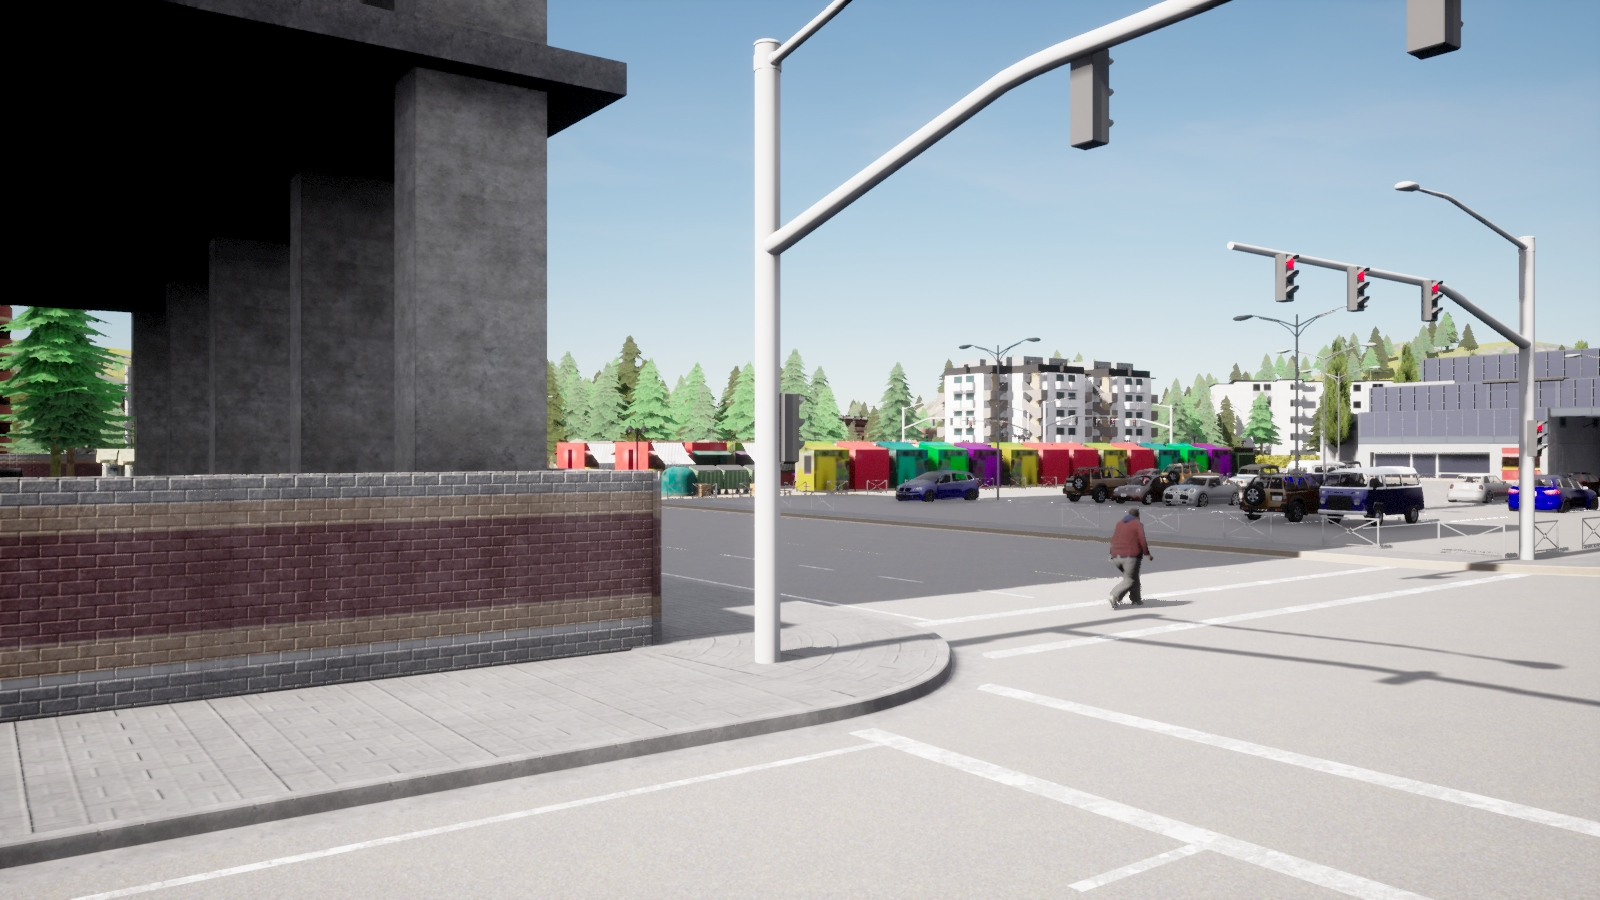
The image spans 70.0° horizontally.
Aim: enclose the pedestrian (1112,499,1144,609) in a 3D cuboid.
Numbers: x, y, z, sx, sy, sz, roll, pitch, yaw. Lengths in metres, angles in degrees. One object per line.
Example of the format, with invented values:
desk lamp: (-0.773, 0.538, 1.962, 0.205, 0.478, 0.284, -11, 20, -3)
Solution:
pedestrian: (5.696, 1.793, 19.832, 0.375, 1.860, 0.375, 0, 0, -29)
